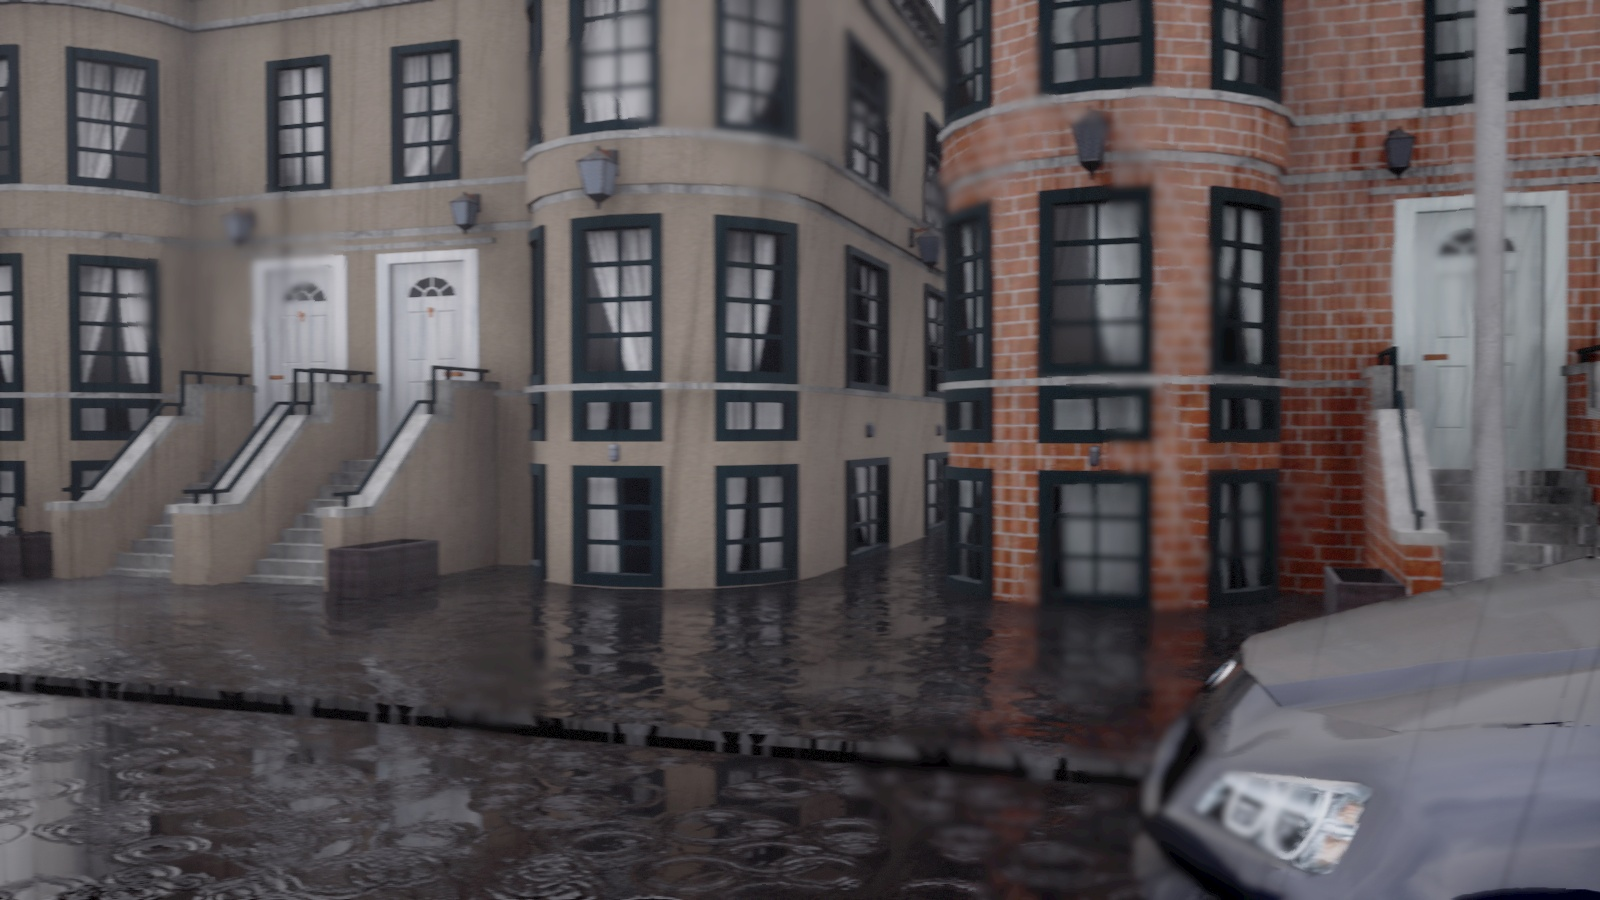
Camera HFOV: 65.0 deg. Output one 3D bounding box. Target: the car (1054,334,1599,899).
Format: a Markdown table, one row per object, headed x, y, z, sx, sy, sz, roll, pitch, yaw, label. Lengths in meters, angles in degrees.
| x | y | z | sx | sy | sz | roll | pitch | yaw | label |
| --- | --- | --- | --- | --- | --- | --- | --- | --- | --- |
| 3.025 | 0.641 | 2.700 | 4.611 | 1.667 | 2.242 | 1 | 1 | 19 | car |
